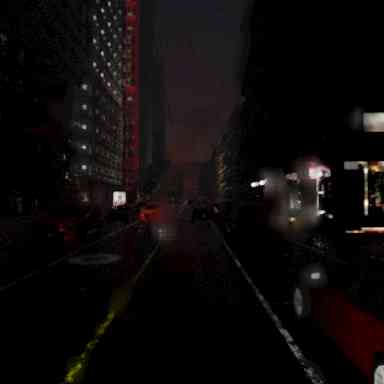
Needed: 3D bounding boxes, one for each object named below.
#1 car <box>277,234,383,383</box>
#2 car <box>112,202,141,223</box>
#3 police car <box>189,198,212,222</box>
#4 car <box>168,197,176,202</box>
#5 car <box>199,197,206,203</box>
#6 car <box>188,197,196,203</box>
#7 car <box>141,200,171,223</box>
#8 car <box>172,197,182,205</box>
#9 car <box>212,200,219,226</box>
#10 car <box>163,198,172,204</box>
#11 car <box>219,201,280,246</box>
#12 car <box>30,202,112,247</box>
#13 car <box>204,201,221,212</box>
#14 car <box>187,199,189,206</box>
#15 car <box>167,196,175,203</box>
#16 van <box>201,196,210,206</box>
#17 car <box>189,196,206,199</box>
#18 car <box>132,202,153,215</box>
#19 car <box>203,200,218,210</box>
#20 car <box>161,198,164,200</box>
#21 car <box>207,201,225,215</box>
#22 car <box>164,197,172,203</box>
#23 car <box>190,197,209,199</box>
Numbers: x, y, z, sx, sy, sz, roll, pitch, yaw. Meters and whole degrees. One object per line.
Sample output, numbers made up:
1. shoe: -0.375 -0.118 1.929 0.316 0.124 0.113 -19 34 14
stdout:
1. car: 2.724 1.576 4.479 1.887 1.381 4.507 1 0 0
2. car: -5.674 1.726 27.139 1.887 1.381 4.507 1 0 0
3. police car: 0.906 1.613 28.125 1.930 1.638 5.238 0 0 0
4. car: -5.658 2.157 95.019 1.802 1.307 4.206 1 0 0
5. car: 2.720 2.127 89.326 1.802 1.307 4.206 1 0 0
6. car: 0.018 1.926 79.641 1.895 1.301 4.718 0 0 0
7. car: -3.093 1.662 27.654 1.882 1.535 5.008 0 0 0
8. car: -2.985 1.993 68.397 2.033 1.411 5.357 0 0 0
9. car: 2.708 1.460 21.449 2.192 1.841 5.009 1 0 0
10. car: -5.662 2.065 78.051 1.802 1.307 4.206 1 0 0
11. car: 2.706 1.422 15.792 2.192 1.841 5.009 1 0 0
12. car: -5.674 1.422 15.827 2.192 1.841 5.009 1 0 0
13. car: 2.710 1.853 44.073 1.947 1.339 4.313 1 0 0
14. car: 0.015 1.885 64.608 1.882 1.535 5.008 0 0 0
15. car: -5.658 1.985 89.364 1.967 1.590 4.097 1 0 0
16. van: 2.718 1.760 66.702 1.690 1.788 3.998 1 0 0
17. car: 0.827 1.744 44.204 1.801 1.575 5.366 0 0 0
18. car: -5.672 1.835 38.452 1.802 1.307 4.206 1 0 0
19. car: 2.712 1.871 49.730 2.008 1.369 4.403 1 0 0
20. car: -5.669 1.887 49.766 1.947 1.339 4.313 1 0 0
21. car: 2.709 1.779 38.587 1.752 1.417 4.829 1 0 0
22. car: -5.663 1.859 66.739 1.967 1.590 4.097 1 0 0
23. car: 0.908 1.707 38.206 1.801 1.575 5.366 0 0 0
